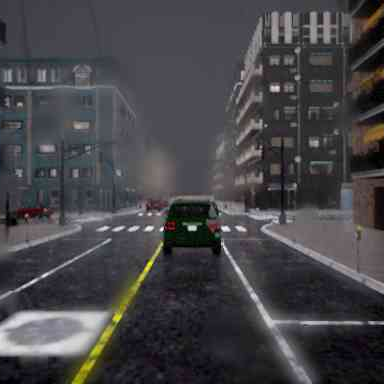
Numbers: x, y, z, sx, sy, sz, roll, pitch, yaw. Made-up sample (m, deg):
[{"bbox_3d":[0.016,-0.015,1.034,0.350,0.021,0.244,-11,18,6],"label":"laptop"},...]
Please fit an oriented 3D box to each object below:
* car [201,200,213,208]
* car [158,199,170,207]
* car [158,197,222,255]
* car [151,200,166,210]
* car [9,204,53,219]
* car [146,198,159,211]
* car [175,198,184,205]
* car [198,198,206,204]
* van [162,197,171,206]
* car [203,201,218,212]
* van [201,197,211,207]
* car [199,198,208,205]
[{"bbox_3d":[2.600,2.115,58.067,1.802,1.307,4.206,0,-1,0],"label":"car"},{"bbox_3d":[-5.277,2.126,63.623,1.887,1.381,4.507,0,-1,0],"label":"car"},{"bbox_3d":[0.009,1.350,14.035,2.150,2.045,5.566,0,0,0],"label":"car"},{"bbox_3d":[-5.284,2.029,52.519,1.887,1.381,4.507,0,-1,0],"label":"car"},{"bbox_3d":[-16.896,1.964,34.814,4.097,1.590,1.967,-1,0,0],"label":"car"},{"bbox_3d":[-5.287,1.750,46.970,2.192,1.841,5.009,0,-1,0],"label":"car"},{"bbox_3d":[-2.709,2.146,74.187,1.882,1.535,5.008,0,0,0],"label":"car"},{"bbox_3d":[2.616,2.325,85.826,2.008,1.369,4.403,0,0,0],"label":"car"},{"bbox_3d":[-5.274,1.971,69.176,1.690,1.788,3.998,0,0,0],"label":"van"},{"bbox_3d":[2.593,2.001,46.963,1.947,1.339,4.313,0,-1,0],"label":"car"},{"bbox_3d":[2.604,1.923,63.621,1.690,1.788,3.998,0,0,0],"label":"van"},{"bbox_3d":[2.610,2.119,74.723,1.967,1.590,4.097,0,0,0],"label":"car"}]
